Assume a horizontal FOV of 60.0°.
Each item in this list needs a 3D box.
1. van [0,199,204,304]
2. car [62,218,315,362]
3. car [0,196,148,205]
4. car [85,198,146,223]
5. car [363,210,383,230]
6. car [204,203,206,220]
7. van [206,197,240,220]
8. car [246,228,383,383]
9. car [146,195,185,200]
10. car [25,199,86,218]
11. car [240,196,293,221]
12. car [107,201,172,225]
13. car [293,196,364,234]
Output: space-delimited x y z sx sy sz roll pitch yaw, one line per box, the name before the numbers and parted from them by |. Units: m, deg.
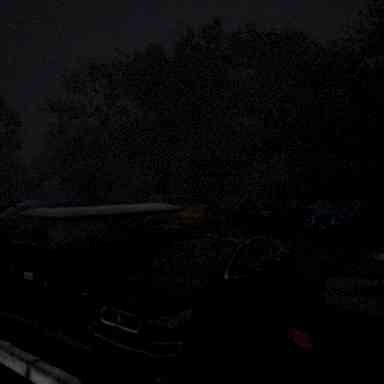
van | -1.786 1.296 7.968 1.878 1.987 4.442 0 0 35
car | 0.442 1.520 6.256 2.231 1.521 4.892 0 0 35
car | -4.155 1.266 9.467 2.435 2.045 5.566 0 0 35
car | -6.090 1.375 26.933 2.185 1.767 4.553 0 0 35
car | 9.770 1.548 15.705 2.163 1.488 4.792 0 0 35
car | 0.798 1.511 22.248 1.946 1.575 5.366 0 0 35
van | 3.023 1.292 20.588 1.878 1.987 4.442 0 0 35
car | 2.725 1.557 4.629 2.002 1.452 4.674 0 0 35
car | -1.558 1.258 23.723 2.435 2.045 5.566 0 0 35
car | -12.901 1.489 31.723 2.231 1.521 4.892 0 0 35
car | 5.238 1.271 18.913 2.435 2.045 5.566 0 0 35
car | -3.857 1.535 25.280 2.163 1.488 4.792 0 0 35
car | 7.472 1.270 17.262 2.435 2.045 5.566 0 0 35
